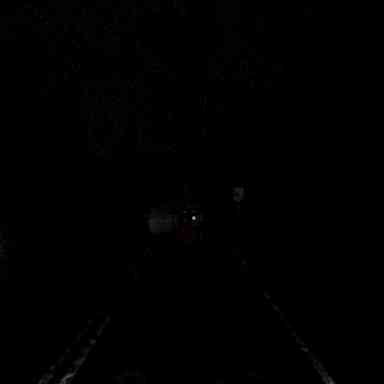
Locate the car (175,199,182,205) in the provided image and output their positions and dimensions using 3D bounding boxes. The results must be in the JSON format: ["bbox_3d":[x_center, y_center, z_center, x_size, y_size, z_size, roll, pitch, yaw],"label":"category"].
[{"bbox_3d":[-2.992,2.360,77.262,1.812,1.442,4.674,0,-1,0],"label":"car"}]

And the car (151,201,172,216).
[{"bbox_3d":[-3.272,1.732,36.331,1.882,1.535,5.008,0,-1,0],"label":"car"}]

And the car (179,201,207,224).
[{"bbox_3d":[0.138,1.627,25.945,1.837,1.490,4.892,0,-1,0],"label":"car"}]
